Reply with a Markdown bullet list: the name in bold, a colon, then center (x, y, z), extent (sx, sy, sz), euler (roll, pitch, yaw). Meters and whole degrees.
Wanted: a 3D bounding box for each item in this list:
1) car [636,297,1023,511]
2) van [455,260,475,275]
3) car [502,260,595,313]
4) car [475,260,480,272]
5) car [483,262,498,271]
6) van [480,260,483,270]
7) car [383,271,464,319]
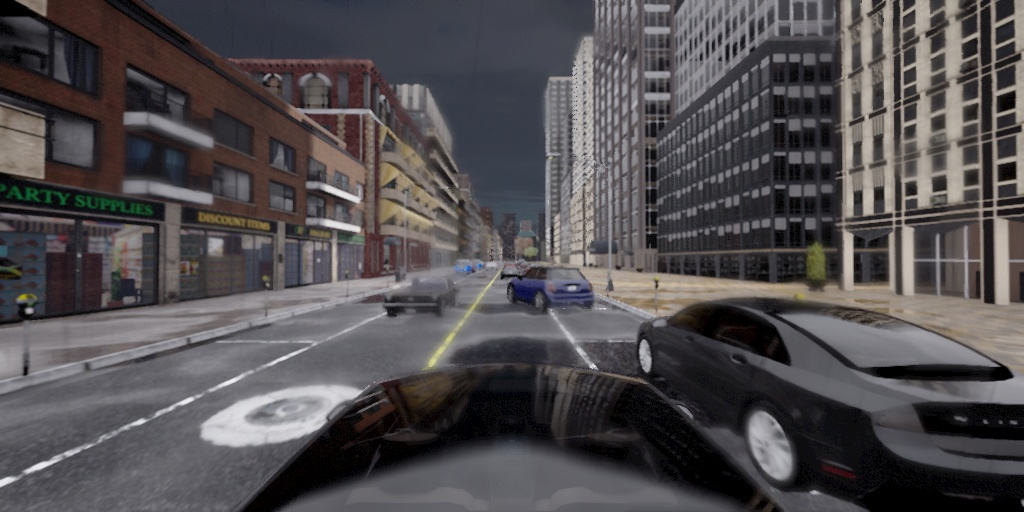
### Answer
- **car**: center (3.132, 1.271, 4.536), extent (1.837, 1.490, 4.892), euler (0, 0, 0)
- **van**: center (-5.953, 1.388, 44.272), extent (1.690, 1.789, 3.998), euler (0, 0, 0)
- **car**: center (1.411, 1.186, 14.735), extent (2.097, 1.767, 4.553), euler (0, -1, -20)
- **car**: center (-5.988, 1.633, 49.794), extent (1.888, 1.381, 4.507), euler (0, 0, 0)
- **car**: center (-3.365, 1.695, 60.100), extent (1.812, 1.442, 4.674), euler (0, -1, 0)
- **van**: center (-6.058, 1.511, 60.839), extent (1.690, 1.789, 3.998), euler (0, 0, 0)
- **car**: center (-3.171, 1.428, 13.430), extent (1.895, 1.301, 4.718), euler (0, 0, 0)
